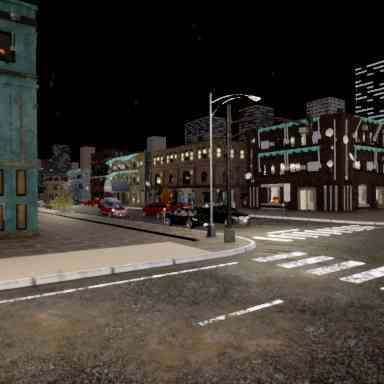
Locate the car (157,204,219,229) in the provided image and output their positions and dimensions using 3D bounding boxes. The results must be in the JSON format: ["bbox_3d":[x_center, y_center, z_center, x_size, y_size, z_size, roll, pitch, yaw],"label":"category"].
[{"bbox_3d":[-0.360,1.814,23.794,1.947,1.339,4.313,-1,0,-35],"label":"car"}]

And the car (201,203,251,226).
[{"bbox_3d":[2.334,1.737,24.735,1.812,1.442,4.674,-1,0,-34],"label":"car"}]

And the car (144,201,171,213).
[{"bbox_3d":[-4.644,1.966,44.549,1.802,1.307,4.206,-2,0,-35],"label":"car"}]

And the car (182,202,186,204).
[{"bbox_3d":[-1.445,1.904,40.033,1.802,1.307,4.206,-2,0,-35],"label":"car"}]

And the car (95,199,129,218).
[{"bbox_3d":[-8.285,1.846,35.187,1.967,1.590,4.097,-1,0,-35],"label":"car"}]

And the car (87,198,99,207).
[{"bbox_3d":[-17.450,1.940,62.615,2.192,1.841,5.009,-1,0,-35],"label":"car"}]

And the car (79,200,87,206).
[{"bbox_3d":[-20.644,2.227,67.132,1.887,1.381,4.507,-1,0,-35],"label":"car"}]

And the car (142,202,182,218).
[{"bbox_3d":[-3.311,1.850,32.687,1.812,1.442,4.674,-1,0,-35],"label":"car"}]

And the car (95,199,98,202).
[{"bbox_3d":[-10.501,1.968,42.842,1.837,1.490,4.892,-1,0,-35],"label":"car"}]

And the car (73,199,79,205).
[{"bbox_3d":[-27.044,2.364,76.166,1.947,1.339,4.313,-1,0,-35],"label":"car"}]

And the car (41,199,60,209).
[{"bbox_3d":[-24.183,2.233,57.631,1.752,1.417,4.829,-1,0,-35],"label":"car"}]

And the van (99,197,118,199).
[{"bbox_3d":[-14.250,1.907,58.099,1.690,1.788,3.998,-1,0,-35],"label":"van"}]

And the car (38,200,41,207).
[{"bbox_3d":[-30.681,2.376,66.803,2.008,1.369,4.403,-1,0,-35],"label":"car"}]
